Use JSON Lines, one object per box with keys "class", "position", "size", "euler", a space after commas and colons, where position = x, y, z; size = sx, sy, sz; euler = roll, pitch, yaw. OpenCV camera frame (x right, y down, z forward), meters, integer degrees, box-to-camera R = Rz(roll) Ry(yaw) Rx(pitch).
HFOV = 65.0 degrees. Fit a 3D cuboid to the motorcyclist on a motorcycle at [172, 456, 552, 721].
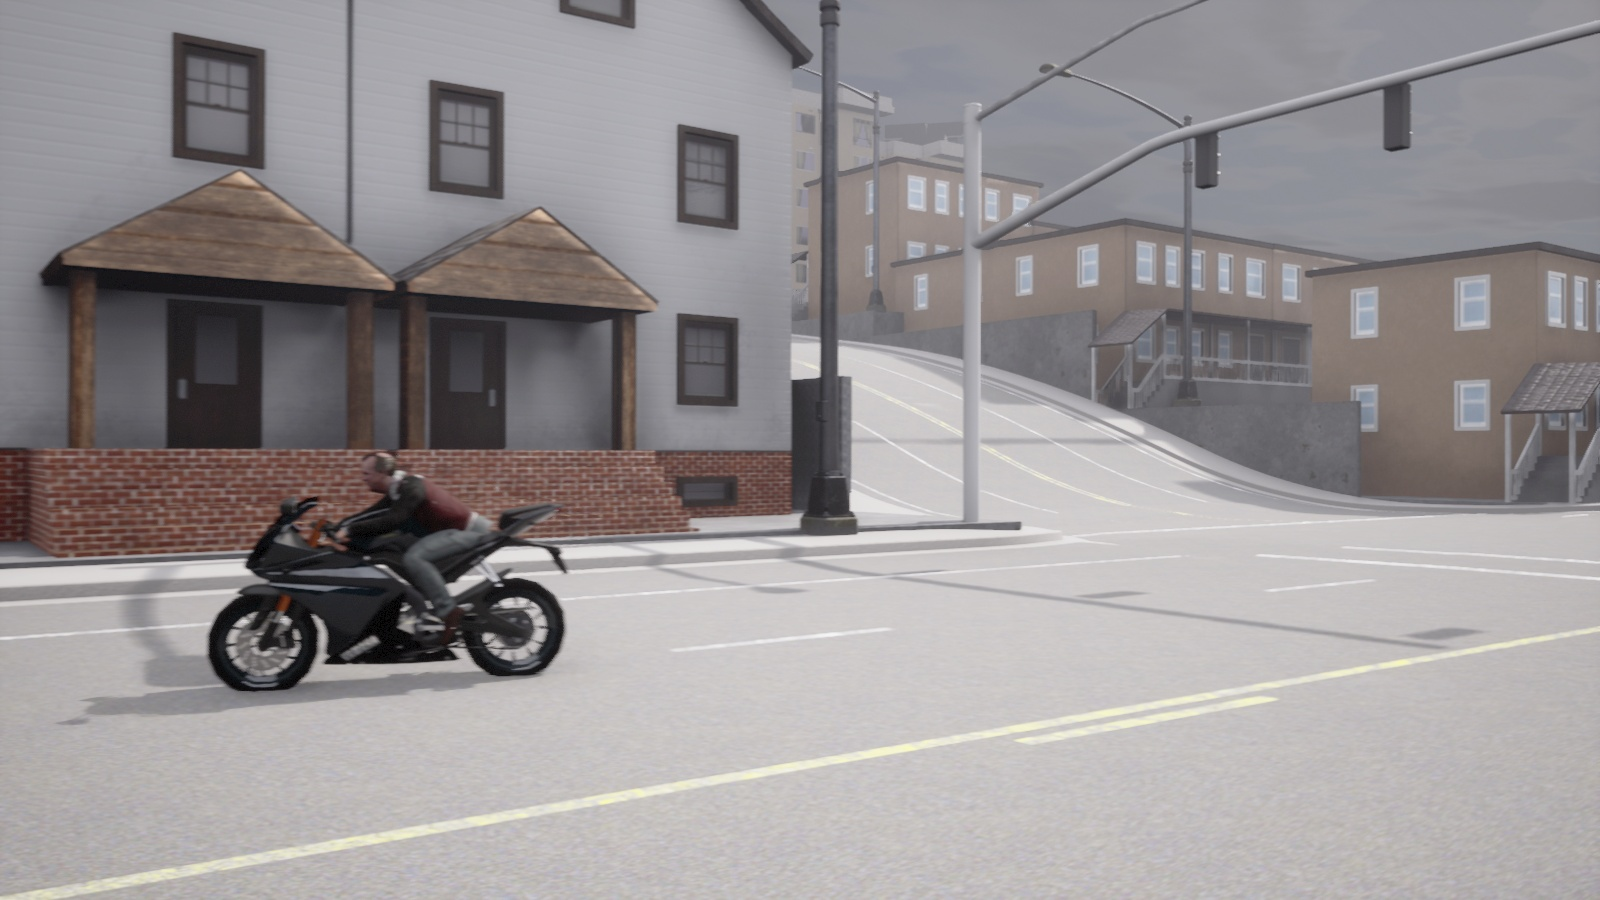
{"class": "motorcyclist on a motorcycle", "position": [-2.766, 0.805, 8.070], "size": [2.191, 1.530, 0.866], "euler": [0, 0, -21]}
